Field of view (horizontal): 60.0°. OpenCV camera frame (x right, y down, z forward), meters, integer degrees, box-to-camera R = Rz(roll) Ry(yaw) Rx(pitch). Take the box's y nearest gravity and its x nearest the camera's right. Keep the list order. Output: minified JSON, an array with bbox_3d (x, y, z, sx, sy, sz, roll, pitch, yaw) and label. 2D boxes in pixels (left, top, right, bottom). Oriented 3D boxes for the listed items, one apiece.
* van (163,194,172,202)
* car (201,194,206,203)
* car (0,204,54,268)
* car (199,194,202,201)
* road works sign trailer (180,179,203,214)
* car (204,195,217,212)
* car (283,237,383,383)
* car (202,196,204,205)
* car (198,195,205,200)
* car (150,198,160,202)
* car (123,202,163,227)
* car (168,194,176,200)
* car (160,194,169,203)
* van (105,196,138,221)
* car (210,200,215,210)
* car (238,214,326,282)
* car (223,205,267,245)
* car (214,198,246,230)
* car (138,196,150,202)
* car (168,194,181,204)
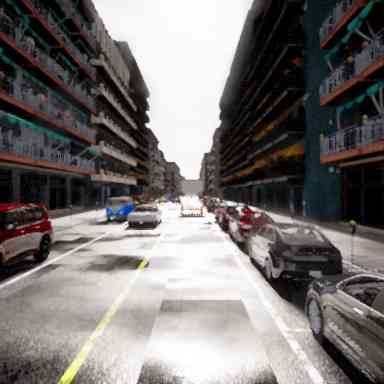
[{"bbox_3d":[-5.723,1.338,77.404,1.690,1.788,3.998,0,0,0],"label":"van"},{"bbox_3d":[2.668,1.514,54.736,1.887,1.381,4.507,0,0,0],"label":"car"},{"bbox_3d":[-5.694,1.299,9.461,2.192,1.841,5.009,0,0,0],"label":"car"},{"bbox_3d":[2.665,1.518,60.402,1.887,1.381,4.507,0,0,0],"label":"car"},{"bbox_3d":[-0.013,0.424,34.375,2.380,3.560,2.880,0,0,0],"label":"road works sign trailer"},{"bbox_3d":[2.674,1.401,37.749,1.967,1.590,4.097,0,0,0],"label":"car"},{"bbox_3d":[2.689,1.544,3.781,2.008,1.369,4.403,0,0,0],"label":"car"},{"bbox_3d":[2.672,1.489,43.582,1.752,1.417,4.829,0,0,0],"label":"car"},{"bbox_3d":[2.651,1.589,94.368,2.008,1.369,4.403,0,0,0],"label":"car"},{"bbox_3d":[-5.708,1.508,43.431,1.887,1.381,4.507,0,0,0],"label":"car"},{"bbox_3d":[-3.108,1.566,22.566,1.895,1.301,4.718,0,0,0],"label":"car"},{"bbox_3d":[-5.730,1.478,94.389,1.967,1.590,4.097,0,0,0],"label":"car"},{"bbox_3d":[-5.718,1.504,65.910,1.752,1.417,4.829,0,0,0],"label":"car"},{"bbox_3d":[-5.701,1.302,26.448,1.690,1.788,3.998,0,0,0],"label":"van"},{"bbox_3d":[2.679,1.543,26.430,1.802,1.307,4.206,0,0,0],"label":"car"},{"bbox_3d":[2.687,1.535,9.444,2.008,1.369,4.403,0,0,0],"label":"car"},{"bbox_3d":[2.684,1.519,15.106,1.887,1.381,4.507,0,0,0],"label":"car"},{"bbox_3d":[2.682,1.407,20.766,1.967,1.590,4.097,0,0,0],"label":"car"},{"bbox_3d":[-5.704,1.275,32.108,2.192,1.841,5.009,0,0,0],"label":"car"},{"bbox_3d":[-3.040,1.500,63.679,1.812,1.442,4.674,0,0,0],"label":"car"}]
